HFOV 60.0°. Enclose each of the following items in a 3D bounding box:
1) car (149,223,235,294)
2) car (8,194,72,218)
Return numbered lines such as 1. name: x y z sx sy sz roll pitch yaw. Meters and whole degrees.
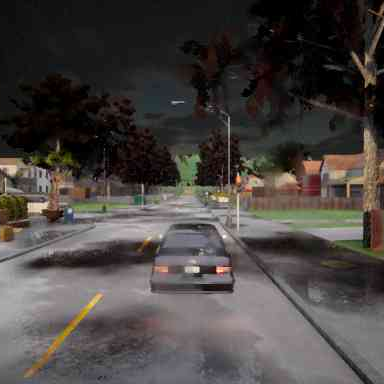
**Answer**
1. car: 0.016 1.547 8.935 2.033 1.411 5.357 0 0 0
2. car: -12.975 1.221 28.080 5.566 2.045 2.150 0 0 -1
